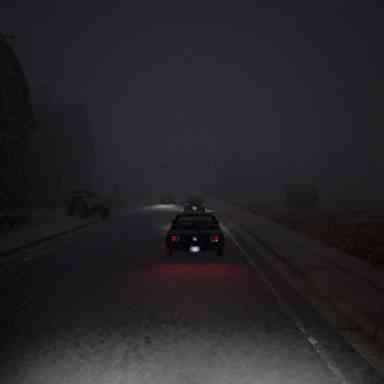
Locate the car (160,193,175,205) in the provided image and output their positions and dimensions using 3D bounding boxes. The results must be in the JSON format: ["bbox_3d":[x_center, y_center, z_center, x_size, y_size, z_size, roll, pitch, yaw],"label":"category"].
[{"bbox_3d":[-3.344,0.947,46.437,2.128,1.511,4.902,0,1,0],"label":"car"}]

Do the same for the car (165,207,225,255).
[{"bbox_3d":[0.125,1.452,12.539,1.895,1.301,4.718,0,1,1],"label":"car"}]

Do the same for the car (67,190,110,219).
[{"bbox_3d":[-7.538,0.859,24.129,1.905,1.878,3.866,7,-2,-42],"label":"car"}]

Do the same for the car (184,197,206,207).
[{"bbox_3d":[0.246,1.157,30.025,1.812,1.442,4.674,1,0,1],"label":"car"}]
